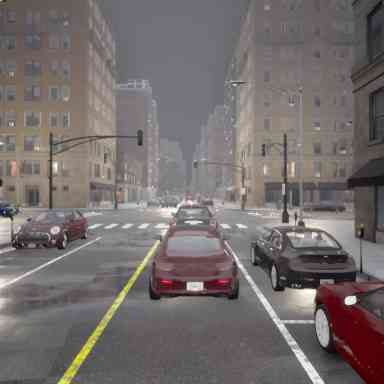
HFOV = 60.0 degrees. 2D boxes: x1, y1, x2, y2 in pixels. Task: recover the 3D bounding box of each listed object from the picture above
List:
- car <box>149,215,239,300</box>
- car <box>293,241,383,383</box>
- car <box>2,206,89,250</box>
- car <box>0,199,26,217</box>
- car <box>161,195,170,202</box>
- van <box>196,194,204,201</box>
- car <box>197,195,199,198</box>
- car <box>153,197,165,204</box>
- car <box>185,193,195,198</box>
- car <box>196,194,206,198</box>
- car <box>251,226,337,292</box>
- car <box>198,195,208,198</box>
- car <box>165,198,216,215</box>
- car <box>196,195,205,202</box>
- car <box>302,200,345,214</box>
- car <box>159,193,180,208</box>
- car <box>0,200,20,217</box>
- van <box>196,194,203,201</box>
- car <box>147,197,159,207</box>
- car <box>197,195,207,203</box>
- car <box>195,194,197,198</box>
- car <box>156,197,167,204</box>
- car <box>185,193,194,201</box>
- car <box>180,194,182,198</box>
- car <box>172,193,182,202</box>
[{"bbox_3d":[0.018,1.528,8.277,1.812,1.442,4.674,0,0,-1],"label":"car"},{"bbox_3d":[2.669,1.545,3.248,1.887,1.381,4.507,0,0,0],"label":"car"},{"bbox_3d":[-5.880,1.445,14.209,1.967,1.590,4.097,0,0,0],"label":"car"},{"bbox_3d":[-18.032,1.416,30.187,4.902,1.511,2.128,0,0,0],"label":"car"},{"bbox_3d":[-6.412,1.559,80.110,1.967,1.590,4.097,0,0,-1],"label":"car"},{"bbox_3d":[2.049,1.481,85.707,1.690,1.788,3.998,0,0,-1],"label":"van"},{"bbox_3d":[2.367,1.622,58.172,1.947,1.339,4.313,0,0,-1],"label":"car"},{"bbox_3d":[-6.222,1.613,63.586,1.887,1.381,4.507,0,0,-1],"label":"car"},{"bbox_3d":[-0.550,1.342,79.392,2.150,2.045,5.566,0,0,-1],"label":"car"},{"bbox_3d":[2.301,1.595,63.849,1.752,1.417,4.829,0,0,-1],"label":"car"},{"bbox_3d":[2.657,1.553,8.739,2.008,1.369,4.403,0,0,0],"label":"car"},{"bbox_3d":[2.431,1.590,52.666,1.887,1.381,4.507,0,0,-1],"label":"car"},{"bbox_3d":[0.066,1.358,15.581,2.097,1.767,4.553,0,0,0],"label":"car"},{"bbox_3d":[2.112,1.559,80.199,1.967,1.590,4.097,0,0,-1],"label":"car"},{"bbox_3d":[14.634,1.648,37.153,4.674,1.442,1.812,0,0,1],"label":"car"},{"bbox_3d":[-3.272,1.390,48.456,2.097,1.767,4.553,0,0,-1],"label":"car"},{"bbox_3d":[-17.156,1.123,26.946,5.566,2.045,2.150,0,0,0],"label":"car"},{"bbox_3d":[1.985,1.504,91.214,1.690,1.788,3.998,0,0,-1],"label":"van"},{"bbox_3d":[-6.094,1.595,52.571,2.008,1.369,4.403,0,0,-1],"label":"car"},{"bbox_3d":[2.176,1.541,74.694,1.967,1.590,4.097,0,0,-1],"label":"car"},{"bbox_3d":[2.240,1.399,69.186,2.192,1.841,5.009,0,0,-1],"label":"car"},{"bbox_3d":[-6.286,1.665,69.094,1.802,1.307,4.206,0,0,-1],"label":"car"},{"bbox_3d":[-0.674,1.383,90.111,2.150,2.045,5.566,0,0,-1],"label":"car"},{"bbox_3d":[-3.432,1.604,67.257,1.812,1.442,4.674,0,0,0],"label":"car"},{"bbox_3d":[-3.532,1.336,77.788,2.150,2.045,5.566,0,0,-1],"label":"car"}]
